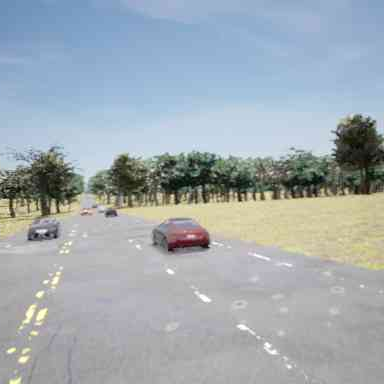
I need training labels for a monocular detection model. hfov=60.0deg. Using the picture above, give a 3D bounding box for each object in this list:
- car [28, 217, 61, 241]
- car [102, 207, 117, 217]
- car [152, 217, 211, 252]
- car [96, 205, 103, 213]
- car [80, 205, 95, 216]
[{"bbox_3d":[-10.648,2.607,24.243,2.128,1.511,4.902,-3,-1,-18],"label":"car"},{"bbox_3d":[-14.358,3.583,58.831,1.837,1.490,4.892,-3,-1,-18],"label":"car"},{"bbox_3d":[-0.641,1.914,15.902,1.994,1.385,4.181,-3,-1,-18],"label":"car"},{"bbox_3d":[-23.615,4.673,87.802,1.812,1.442,4.674,-3,-1,-18],"label":"car"},{"bbox_3d":[-22.648,4.139,71.384,2.097,1.767,4.553,-3,-1,-12],"label":"car"}]
